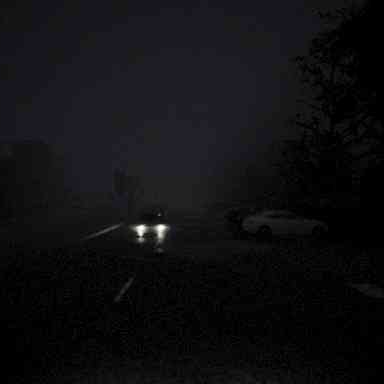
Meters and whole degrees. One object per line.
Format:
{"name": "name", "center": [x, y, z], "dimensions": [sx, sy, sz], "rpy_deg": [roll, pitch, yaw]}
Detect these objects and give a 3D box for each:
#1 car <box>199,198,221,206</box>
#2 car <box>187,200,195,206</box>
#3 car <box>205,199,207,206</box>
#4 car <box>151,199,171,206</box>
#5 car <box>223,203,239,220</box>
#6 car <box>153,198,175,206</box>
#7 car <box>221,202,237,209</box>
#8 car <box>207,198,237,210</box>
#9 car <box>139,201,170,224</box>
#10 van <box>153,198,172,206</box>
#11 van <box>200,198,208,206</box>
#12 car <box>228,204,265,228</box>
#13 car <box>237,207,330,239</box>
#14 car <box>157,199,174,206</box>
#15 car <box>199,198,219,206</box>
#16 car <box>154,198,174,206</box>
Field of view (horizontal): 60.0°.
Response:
{"name": "car", "center": [4.762, 2.611, 87.416], "dimensions": [5.566, 2.045, 2.435], "rpy_deg": [0, -2, -1]}
{"name": "car", "center": [-0.253, 2.637, 81.652], "dimensions": [2.033, 1.411, 5.357], "rpy_deg": [0, -2, -1]}
{"name": "car", "center": [5.041, 2.160, 55.450], "dimensions": [4.674, 1.452, 2.002], "rpy_deg": [0, -1, 0]}
{"name": "car", "center": [-7.380, 2.472, 79.702], "dimensions": [4.553, 1.767, 2.185], "rpy_deg": [0, -2, -1]}
{"name": "car", "center": [5.079, 1.766, 24.671], "dimensions": [4.892, 1.521, 2.231], "rpy_deg": [0, -1, 0]}
{"name": "car", "center": [-7.471, 2.668, 88.929], "dimensions": [5.566, 2.045, 2.435], "rpy_deg": [0, -2, -1]}
{"name": "car", "center": [5.081, 1.842, 27.946], "dimensions": [4.674, 1.452, 2.002], "rpy_deg": [0, -1, 0]}
{"name": "car", "center": [5.114, 1.956, 52.283], "dimensions": [4.553, 1.767, 2.185], "rpy_deg": [0, -1, 0]}
{"name": "car", "center": [-3.275, 1.804, 28.371], "dimensions": [1.882, 1.535, 5.008], "rpy_deg": [0, -1, 1]}
{"name": "van", "center": [-7.321, 2.471, 82.741], "dimensions": [4.442, 1.987, 1.878], "rpy_deg": [0, -2, -1]}
{"name": "van", "center": [4.771, 2.276, 76.247], "dimensions": [4.442, 1.987, 1.878], "rpy_deg": [0, -2, 0]}
{"name": "car", "center": [5.090, 1.727, 21.398], "dimensions": [5.008, 1.535, 2.097], "rpy_deg": [0, -1, 0]}
{"name": "car", "center": [5.082, 1.731, 18.249], "dimensions": [4.674, 1.452, 2.002], "rpy_deg": [0, -1, 0]}
{"name": "car", "center": [-7.548, 3.041, 94.872], "dimensions": [4.553, 1.767, 2.185], "rpy_deg": [0, -2, -1]}
{"name": "car", "center": [4.689, 2.834, 92.873], "dimensions": [5.566, 2.045, 2.435], "rpy_deg": [0, -2, -1]}
{"name": "car", "center": [-7.570, 2.511, 76.779], "dimensions": [5.366, 1.575, 1.946], "rpy_deg": [0, -2, 0]}
